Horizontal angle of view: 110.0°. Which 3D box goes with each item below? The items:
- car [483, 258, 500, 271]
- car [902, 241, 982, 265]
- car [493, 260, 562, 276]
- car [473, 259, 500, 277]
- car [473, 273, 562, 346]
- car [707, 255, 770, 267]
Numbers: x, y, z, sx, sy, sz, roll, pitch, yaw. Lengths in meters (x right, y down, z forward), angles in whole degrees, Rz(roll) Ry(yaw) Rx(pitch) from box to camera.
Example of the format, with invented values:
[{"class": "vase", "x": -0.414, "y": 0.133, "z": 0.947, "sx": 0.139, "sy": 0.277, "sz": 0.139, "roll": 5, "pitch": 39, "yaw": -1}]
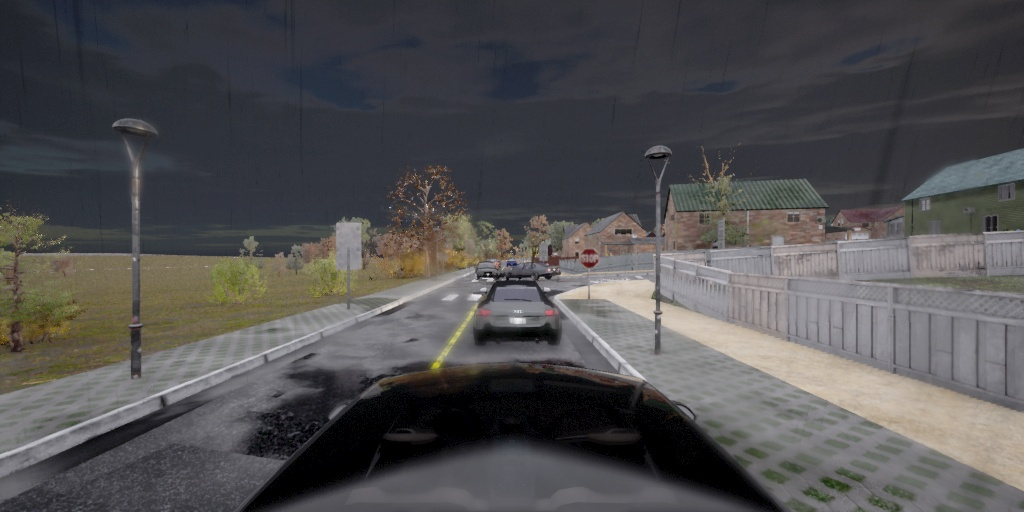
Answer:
[{"class": "car", "x": -2.889, "y": 1.125, "z": 51.179, "sx": 2.097, "sy": 1.767, "sz": 4.553, "roll": 0, "pitch": 0, "yaw": 1}, {"class": "car", "x": 23.872, "y": -0.207, "z": 20.428, "sx": 4.902, "sy": 1.511, "sz": 2.128, "roll": -3, "pitch": 0, "yaw": 14}, {"class": "car", "x": 1.314, "y": 1.200, "z": 28.454, "sx": 5.357, "sy": 1.411, "sz": 2.033, "roll": -4, "pitch": -3, "yaw": 43}, {"class": "car", "x": -2.276, "y": 1.260, "z": 31.362, "sx": 1.837, "sy": 1.490, "sz": 4.892, "roll": 0, "pitch": 0, "yaw": -8}, {"class": "car", "x": 0.095, "y": 1.314, "z": 9.438, "sx": 1.994, "sy": 1.385, "sz": 4.181, "roll": 0, "pitch": 0, "yaw": -1}, {"class": "car", "x": 14.369, "y": 0.415, "z": 22.841, "sx": 4.181, "sy": 1.385, "sz": 1.994, "roll": -3, "pitch": 0, "yaw": 16}]
